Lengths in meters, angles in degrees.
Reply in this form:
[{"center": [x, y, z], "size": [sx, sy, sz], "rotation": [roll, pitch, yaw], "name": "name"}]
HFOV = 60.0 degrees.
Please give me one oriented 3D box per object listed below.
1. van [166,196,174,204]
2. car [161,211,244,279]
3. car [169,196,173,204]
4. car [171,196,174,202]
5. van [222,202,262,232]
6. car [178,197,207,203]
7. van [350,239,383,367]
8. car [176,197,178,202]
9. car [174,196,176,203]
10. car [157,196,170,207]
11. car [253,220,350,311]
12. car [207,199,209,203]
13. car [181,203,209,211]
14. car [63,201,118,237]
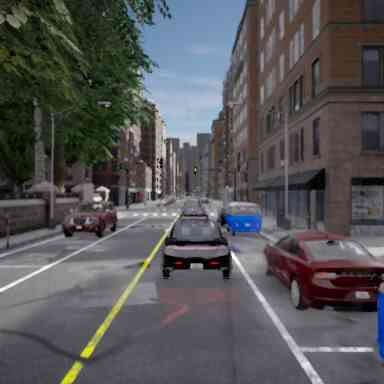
[{"center": [-5.542, 1.985, 84.608], "size": [1.690, 1.788, 3.998], "rotation": [0, 0, 0], "name": "van"}, {"center": [0.115, 1.576, 10.344], "size": [2.128, 1.511, 4.902], "rotation": [0, -1, 0], "name": "car"}, {"center": [-5.566, 2.065, 68.254], "size": [2.008, 1.369, 4.403], "rotation": [0, 0, 0], "name": "car"}, {"center": [-5.558, 2.102, 73.705], "size": [1.887, 1.381, 4.507], "rotation": [0, 0, 0], "name": "car"}, {"center": [2.883, 1.495, 19.145], "size": [1.690, 1.788, 3.998], "rotation": [0, 0, 0], "name": "van"}, {"center": [0.045, 1.596, 31.167], "size": [2.097, 1.767, 4.553], "rotation": [0, 0, 0], "name": "car"}, {"center": [2.856, 1.360, 2.164], "size": [1.690, 1.788, 3.998], "rotation": [0, 0, 0], "name": "van"}, {"center": [-5.533, 2.240, 90.057], "size": [2.008, 1.369, 4.403], "rotation": [0, 0, 0], "name": "car"}, {"center": [-5.550, 2.145, 79.156], "size": [1.887, 1.381, 4.507], "rotation": [0, 0, 0], "name": "car"}, {"center": [-5.575, 1.997, 62.634], "size": [1.752, 1.417, 4.829], "rotation": [0, 0, 0], "name": "car"}, {"center": [2.866, 1.610, 7.823], "size": [1.887, 1.381, 4.507], "rotation": [0, 0, 0], "name": "car"}, {"center": [2.975, 2.041, 79.180], "size": [1.967, 1.590, 4.097], "rotation": [0, 0, 0], "name": "car"}, {"center": [0.127, 1.658, 20.886], "size": [2.128, 1.511, 4.902], "rotation": [0, -1, 0], "name": "car"}, {"center": [-5.642, 1.468, 19.118], "size": [2.192, 1.841, 5.009], "rotation": [0, 0, 0], "name": "car"}]
